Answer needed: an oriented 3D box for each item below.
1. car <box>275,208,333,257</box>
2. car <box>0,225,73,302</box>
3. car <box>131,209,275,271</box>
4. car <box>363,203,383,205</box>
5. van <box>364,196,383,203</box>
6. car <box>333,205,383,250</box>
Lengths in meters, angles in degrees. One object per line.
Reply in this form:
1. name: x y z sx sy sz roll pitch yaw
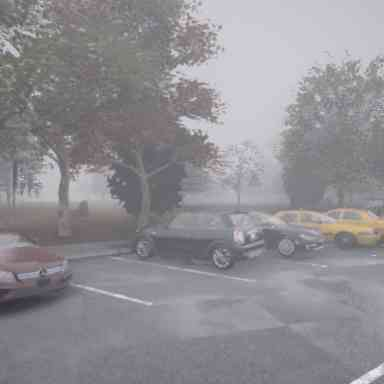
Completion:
1. car: 2.508 1.489 12.889 4.892 1.521 2.231 -1 -1 35
2. car: -4.790 1.525 7.771 4.674 1.452 2.002 -1 -1 34
3. car: 0.095 1.362 11.170 4.553 1.767 2.185 -1 -1 35
4. car: 7.259 1.480 16.357 5.366 1.575 1.946 -1 0 35
5. van: 12.205 1.242 19.653 4.442 1.987 1.878 -1 0 36
6. car: 5.111 1.480 14.464 5.366 1.575 1.946 -1 -1 35
